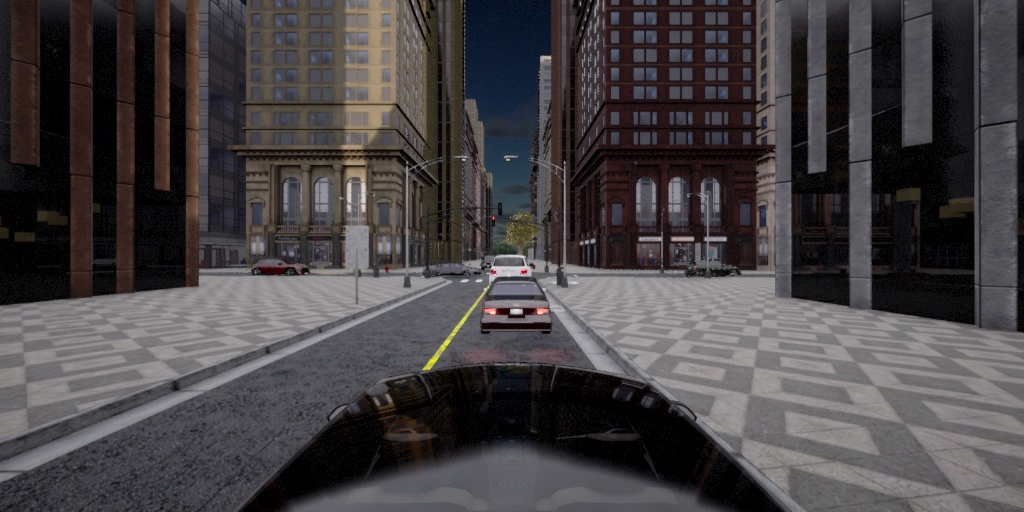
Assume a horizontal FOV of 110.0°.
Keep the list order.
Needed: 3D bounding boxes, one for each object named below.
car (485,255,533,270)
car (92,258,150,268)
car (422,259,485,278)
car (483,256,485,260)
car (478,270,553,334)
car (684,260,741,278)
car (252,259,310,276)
[{"bbox_3d":[0.017,0.971,20.826,2.150,2.045,5.566,0,0,4],"label":"car"},{"bbox_3d":[-36.342,0.994,33.322,4.553,1.767,2.097,0,0,0],"label":"car"},{"bbox_3d":[-5.529,1.287,33.314,5.357,1.411,2.033,0,0,0],"label":"car"},{"bbox_3d":[-3.129,0.970,49.456,2.150,2.045,5.566,0,0,-1],"label":"car"},{"bbox_3d":[0.091,1.297,10.581,2.033,1.411,5.357,0,0,0],"label":"car"},{"bbox_3d":[18.636,1.156,33.320,4.553,1.767,2.097,0,0,0],"label":"car"},{"bbox_3d":[-21.368,1.031,33.314,4.553,1.767,2.097,0,0,0],"label":"car"}]
